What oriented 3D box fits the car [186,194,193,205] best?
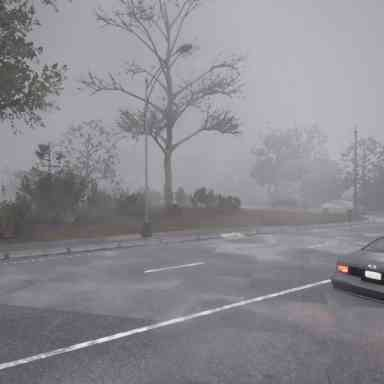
[{"bbox_3d":[0.802,1.378,60.138,2.150,2.045,5.566,0,0,-23],"label":"car"}]

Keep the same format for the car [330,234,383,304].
[{"bbox_3d":[5.337,1.547,7.427,5.357,1.411,2.033,0,0,-34],"label":"car"}]

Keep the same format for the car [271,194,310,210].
[{"bbox_3d":[12.728,1.238,43.461,2.150,2.045,5.566,0,0,-28],"label":"car"}]

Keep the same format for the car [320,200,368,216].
[{"bbox_3d":[14.730,1.526,32.430,1.812,1.442,4.674,0,0,-28],"label":"car"}]
